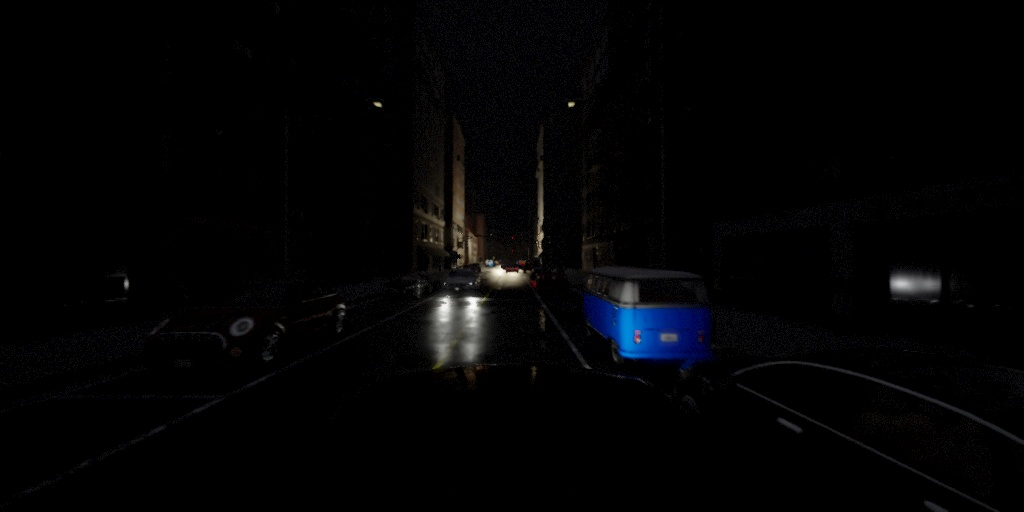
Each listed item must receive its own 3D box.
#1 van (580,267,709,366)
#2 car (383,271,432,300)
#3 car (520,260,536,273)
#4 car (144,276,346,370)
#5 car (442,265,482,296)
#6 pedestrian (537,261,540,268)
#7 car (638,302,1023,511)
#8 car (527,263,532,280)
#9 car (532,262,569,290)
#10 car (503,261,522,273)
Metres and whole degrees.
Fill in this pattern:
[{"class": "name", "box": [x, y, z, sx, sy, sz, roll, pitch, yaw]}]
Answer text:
[{"class": "van", "box": [2.641, 1.147, 7.861, 1.690, 1.789, 3.998, 0, 0, 0]}, {"class": "car", "box": [-5.379, 1.461, 18.886, 2.007, 1.370, 4.403, 0, 0, 0]}, {"class": "car", "box": [2.662, 1.534, 51.948, 2.192, 1.841, 5.009, 0, 0, 0]}, {"class": "car", "box": [-5.384, 1.247, 7.865, 1.967, 1.591, 4.097, 0, 0, 0]}, {"class": "car", "box": [-2.848, 1.456, 20.962, 1.812, 1.442, 4.674, 0, -1, 0]}, {"class": "pedestrian", "box": [2.768, 1.387, 38.308, 0.375, 1.860, 0.375, 0, 0, -14]}, {"class": "car", "box": [2.638, 1.306, 2.351, 2.007, 1.370, 4.403, 0, 0, 0]}, {"class": "car", "box": [2.767, 1.593, 35.470, 1.812, 1.442, 4.674, 0, -1, 0]}, {"class": "car", "box": [2.649, 1.402, 24.393, 1.967, 1.591, 4.097, 0, 0, 0]}, {"class": "car", "box": [0.035, 1.818, 51.663, 1.895, 1.301, 4.718, 0, -1, 0]}]
